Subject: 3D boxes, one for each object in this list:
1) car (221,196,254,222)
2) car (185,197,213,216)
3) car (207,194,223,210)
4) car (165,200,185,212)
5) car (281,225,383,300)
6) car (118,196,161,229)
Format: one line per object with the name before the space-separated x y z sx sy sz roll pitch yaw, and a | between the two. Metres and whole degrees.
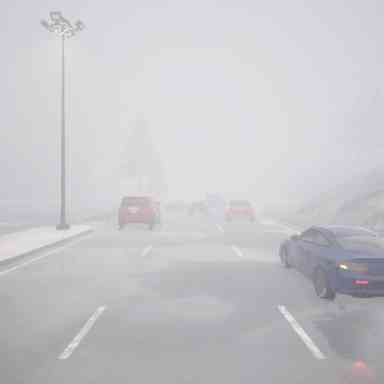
car | 3.738 1.384 27.035 2.097 1.767 4.553 0 0 2
car | 0.778 1.545 33.518 1.837 1.490 4.892 0 0 7
car | 3.210 1.273 43.776 2.150 2.045 5.566 0 0 16
car | -1.580 1.648 39.433 1.895 1.301 4.718 0 0 14
car | 3.601 1.535 8.273 1.812 1.442 4.674 0 0 0
car | -3.381 1.248 22.070 2.150 2.045 5.566 0 0 0
